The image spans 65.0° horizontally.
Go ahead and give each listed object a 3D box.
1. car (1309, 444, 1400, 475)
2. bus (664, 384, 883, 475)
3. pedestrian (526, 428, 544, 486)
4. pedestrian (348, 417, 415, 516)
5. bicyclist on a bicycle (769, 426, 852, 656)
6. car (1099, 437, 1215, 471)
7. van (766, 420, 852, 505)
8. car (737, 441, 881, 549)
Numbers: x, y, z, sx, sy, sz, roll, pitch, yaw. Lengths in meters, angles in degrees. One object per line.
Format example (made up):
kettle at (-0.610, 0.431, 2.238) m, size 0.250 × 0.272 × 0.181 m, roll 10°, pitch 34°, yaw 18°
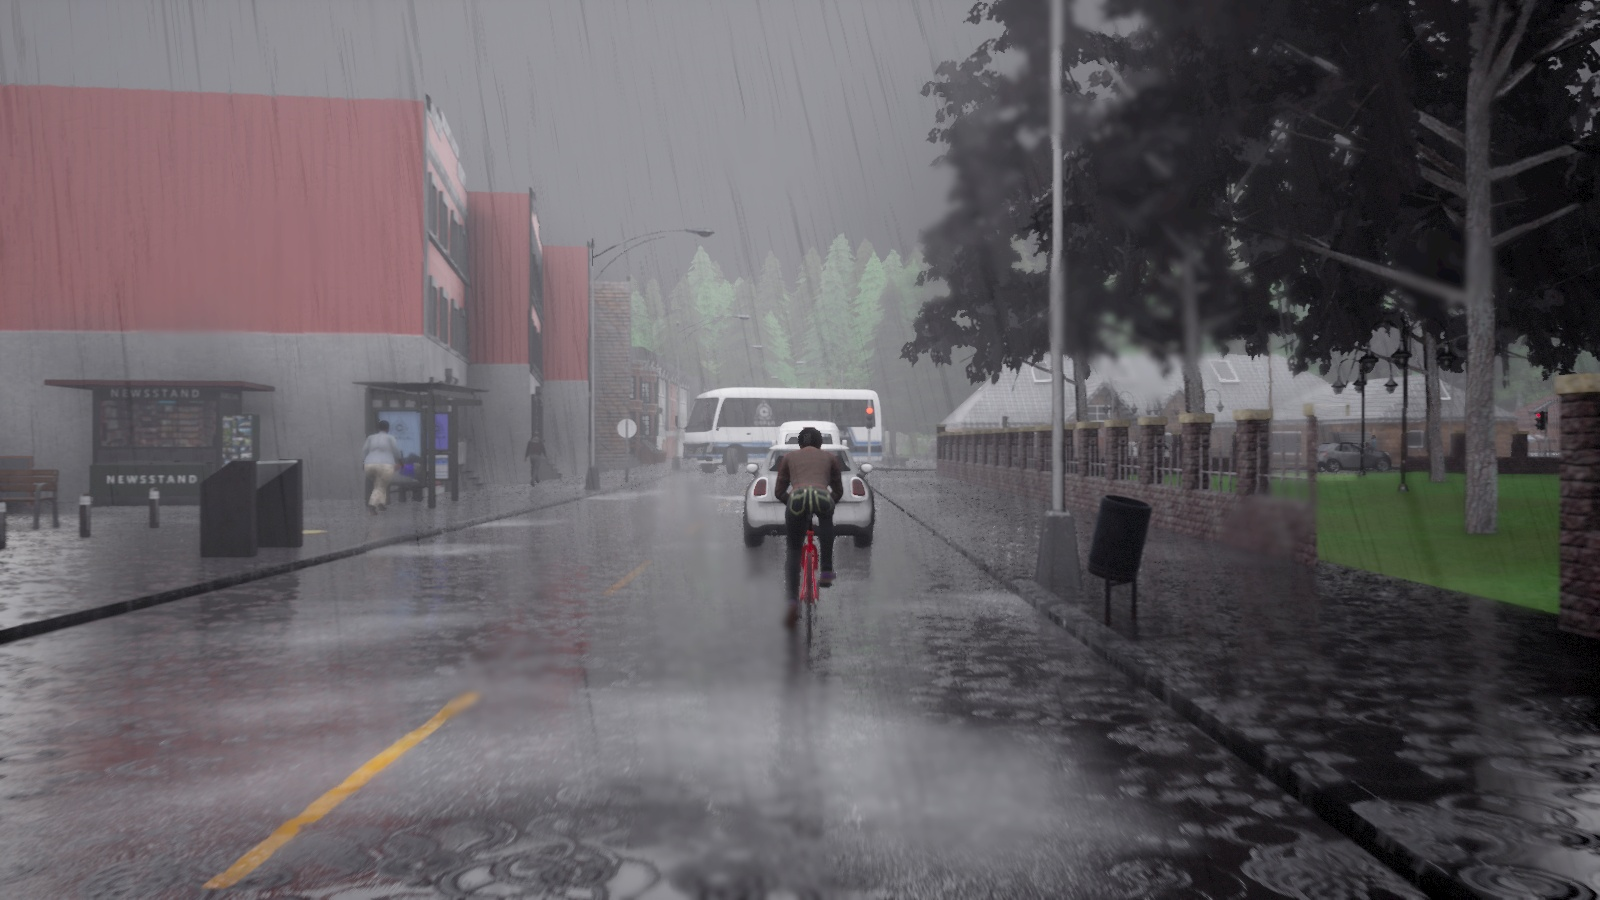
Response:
car at (26.968, 0.438, 61.130) m, size 3.633 × 1.501 × 1.845 m, roll 0°, pitch 0°, yaw -1°
bus at (-1.262, -0.980, 62.859) m, size 10.273 × 4.253 × 3.944 m, roll 0°, pitch 0°, yaw -29°
pedestrian at (-8.593, 0.219, 40.760) m, size 0.376 × 1.854 × 0.720 m, roll 0°, pitch 0°, yaw 6°
pedestrian at (-8.004, 0.313, 24.037) m, size 0.874 × 1.855 × 0.900 m, roll 0°, pitch 0°, yaw 13°
bicyclist on a bicycle at (0.078, 0.645, 9.669) m, size 0.582 × 1.620 × 1.656 m, roll 0°, pitch 0°, yaw 0°
car at (17.350, 0.194, 61.185) m, size 5.027 × 1.651 × 2.152 m, roll 0°, pitch 0°, yaw -1°
van at (0.235, 0.286, 32.591) m, size 2.069 × 2.038 × 4.480 m, roll 0°, pitch 0°, yaw 1°
car at (0.143, 0.604, 19.110) m, size 1.970 × 1.475 × 3.806 m, roll 0°, pitch 0°, yaw 0°
